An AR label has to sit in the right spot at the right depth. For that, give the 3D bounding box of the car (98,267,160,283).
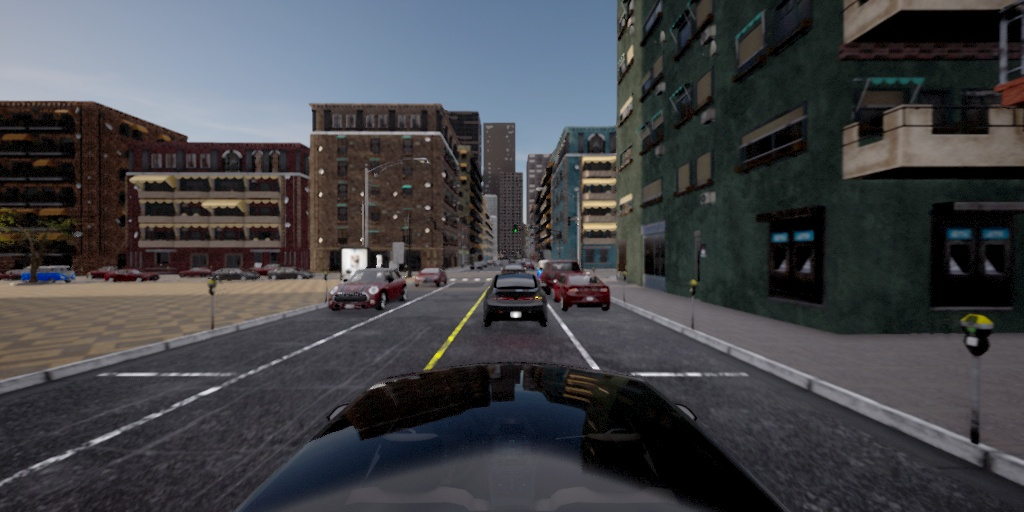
[{"bbox_3d":[-38.384,2.011,36.341,4.507,1.381,1.888,0,0,0],"label":"car"}]

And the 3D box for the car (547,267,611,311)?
[{"bbox_3d":[2.691,1.347,14.577,1.888,1.381,4.507,0,0,0],"label":"car"}]

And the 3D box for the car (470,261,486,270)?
[{"bbox_3d":[-5.679,1.557,58.041,1.948,1.339,4.313,0,0,0],"label":"car"}]

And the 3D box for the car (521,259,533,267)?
[{"bbox_3d":[2.702,1.573,58.027,1.802,1.307,4.207,0,0,0],"label":"car"}]

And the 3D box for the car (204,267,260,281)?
[{"bbox_3d":[-27.955,1.864,36.368,4.403,1.370,2.007,0,0,0],"label":"car"}]

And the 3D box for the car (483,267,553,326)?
[{"bbox_3d":[0.100,1.297,11.897,1.837,1.490,4.892,0,0,0],"label":"car"}]

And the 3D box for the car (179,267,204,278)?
[{"bbox_3d":[-39.154,2.029,44.880,4.207,1.307,1.802,0,0,0],"label":"car"}]

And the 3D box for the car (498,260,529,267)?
[{"bbox_3d":[0.106,1.337,28.198,1.882,1.535,5.008,0,0,0],"label":"car"}]

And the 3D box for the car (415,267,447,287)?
[{"bbox_3d":[-5.687,1.430,25.636,1.802,1.307,4.207,0,0,0],"label":"car"}]

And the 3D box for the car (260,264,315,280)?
[{"bbox_3d":[-22.386,1.783,36.408,4.403,1.370,2.007,0,0,0],"label":"car"}]

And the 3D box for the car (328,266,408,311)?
[{"bbox_3d":[-5.690,1.242,14.580,1.967,1.591,4.097,0,0,0],"label":"car"}]

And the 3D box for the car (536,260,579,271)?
[{"bbox_3d":[2.693,1.140,20.105,2.192,1.841,5.009,0,0,0],"label":"car"}]

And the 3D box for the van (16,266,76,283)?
[{"bbox_3d":[-46.844,1.930,36.338,3.998,1.789,1.690,0,0,0],"label":"van"}]
